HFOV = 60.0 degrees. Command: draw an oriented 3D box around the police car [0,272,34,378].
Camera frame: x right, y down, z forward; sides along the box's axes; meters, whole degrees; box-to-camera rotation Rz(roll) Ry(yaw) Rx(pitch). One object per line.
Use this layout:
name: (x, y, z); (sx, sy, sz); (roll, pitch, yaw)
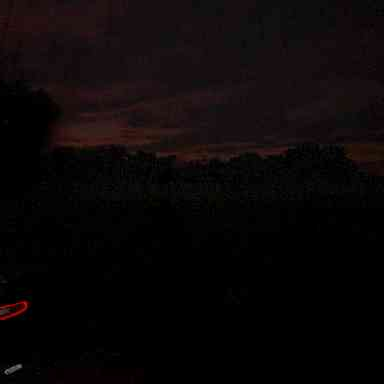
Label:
police car: (-4.119, 1.420, 4.832); (5.238, 1.638, 1.930); (0, 1, 43)
